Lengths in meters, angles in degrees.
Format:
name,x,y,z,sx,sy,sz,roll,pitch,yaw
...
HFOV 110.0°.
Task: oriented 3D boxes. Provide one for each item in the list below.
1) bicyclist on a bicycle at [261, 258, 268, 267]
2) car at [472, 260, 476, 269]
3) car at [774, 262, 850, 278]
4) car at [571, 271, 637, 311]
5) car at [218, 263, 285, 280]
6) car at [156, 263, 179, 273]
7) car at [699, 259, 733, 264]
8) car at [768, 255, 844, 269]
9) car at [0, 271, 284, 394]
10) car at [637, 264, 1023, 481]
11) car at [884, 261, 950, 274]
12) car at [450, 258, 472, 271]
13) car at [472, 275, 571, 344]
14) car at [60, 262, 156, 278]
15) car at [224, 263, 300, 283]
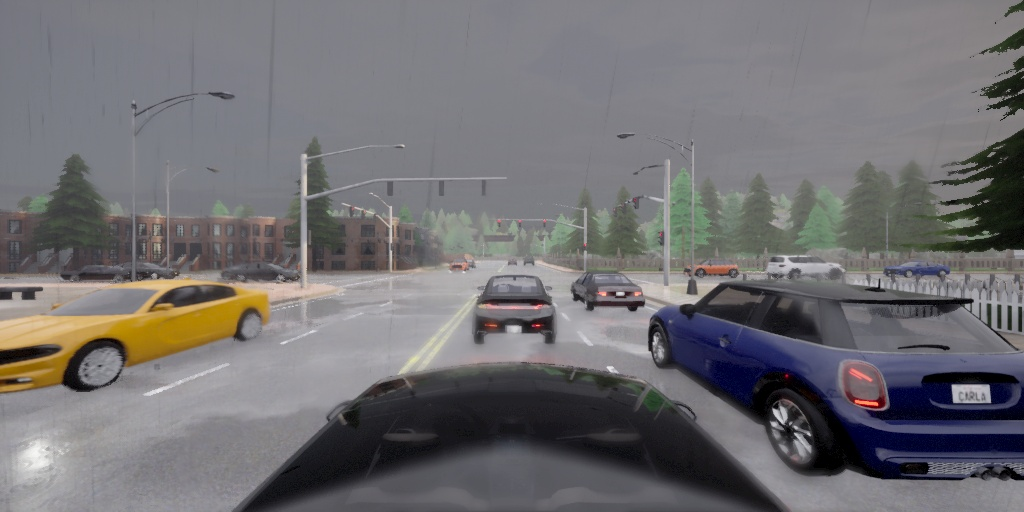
name,x,y,z,sx,sy,sz,roll,pitch,yaw
bicyclist on a bicycle,-28.766,1.053,41.635,0.582,1.620,1.656,0,0,-1
car,-7.013,1.276,58.250,1.812,1.442,4.674,0,0,1
car,28.274,1.297,33.925,5.357,1.411,2.033,0,0,1
car,3.600,1.297,14.356,2.033,1.411,5.357,0,0,0
car,-22.148,1.314,30.620,4.181,1.385,1.994,0,0,-1
car,-30.998,1.255,30.249,4.892,1.490,1.837,0,0,-5
car,18.749,1.102,33.950,4.553,1.767,2.097,0,0,0
car,24.623,0.971,30.237,5.566,2.045,2.150,0,0,0
car,-7.060,1.227,6.987,1.882,1.535,5.008,0,0,0
car,3.606,1.102,4.938,2.097,1.767,4.553,0,0,0
car,38.152,1.228,33.897,5.008,1.535,1.882,0,0,0
car,-7.036,1.102,48.317,2.097,1.767,4.553,0,0,0
car,0.073,1.242,9.528,2.128,1.511,4.902,0,0,1
car,-30.336,1.351,26.910,4.718,1.301,1.895,0,0,-4
car,-18.465,1.255,27.188,4.892,1.490,1.837,0,0,-1
